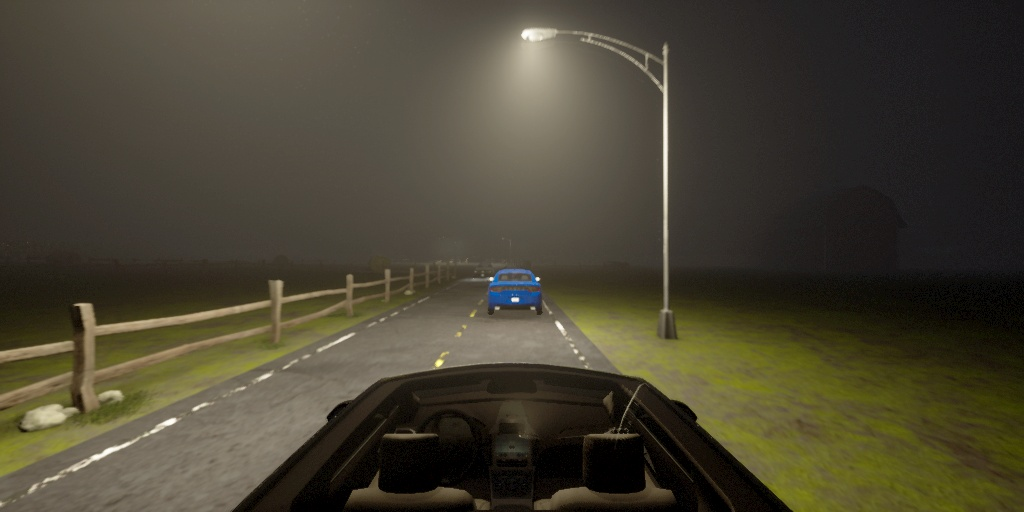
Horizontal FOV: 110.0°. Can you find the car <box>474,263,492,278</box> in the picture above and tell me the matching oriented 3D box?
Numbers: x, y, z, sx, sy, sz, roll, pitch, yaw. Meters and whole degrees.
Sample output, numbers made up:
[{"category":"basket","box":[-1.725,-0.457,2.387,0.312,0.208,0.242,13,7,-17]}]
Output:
[{"category":"car","box":[-2.741,1.412,36.187,2.033,1.411,5.357,0,0,0]}]

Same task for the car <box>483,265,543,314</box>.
[{"category":"car","box":[0.103,1.269,14.050,1.882,1.535,5.008,0,0,0]}]

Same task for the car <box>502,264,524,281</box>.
[{"category":"car","box":[0.109,1.455,32.968,1.895,1.301,4.718,0,0,0]}]
